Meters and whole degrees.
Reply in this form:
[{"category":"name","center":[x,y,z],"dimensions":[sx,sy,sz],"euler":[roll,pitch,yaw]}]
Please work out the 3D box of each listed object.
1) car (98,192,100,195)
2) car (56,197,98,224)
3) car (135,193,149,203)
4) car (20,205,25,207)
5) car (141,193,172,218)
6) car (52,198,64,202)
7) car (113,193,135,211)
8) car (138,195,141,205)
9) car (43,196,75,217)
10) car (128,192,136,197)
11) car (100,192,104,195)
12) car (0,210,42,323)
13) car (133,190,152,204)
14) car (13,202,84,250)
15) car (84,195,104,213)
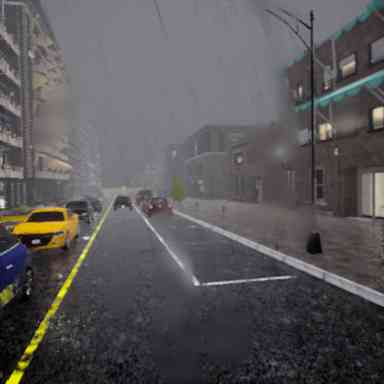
[{"category":"car","center":[-19.363,1.060,64.052],"dimensions":[2.008,1.369,4.403],"euler":[-2,1,-12]},{"category":"car","center":[-7.913,1.357,23.211],"dimensions":[1.837,1.490,4.892],"euler":[-1,1,-12]},{"category":"car","center":[-8.079,0.936,53.655],"dimensions":[1.812,1.442,4.674],"euler":[-1,1,-12]},{"category":"car","center":[-9.846,1.475,19.469],"dimensions":[1.752,1.417,4.829],"euler":[-2,1,-12]},{"category":"car","center":[-2.790,1.124,26.938],"dimensions":[1.967,1.590,4.097],"euler":[-2,1,-12]},{"category":"car","center":[-11.023,1.442,25.197],"dimensions":[2.008,1.369,4.403],"euler":[-2,1,-12]},{"category":"car","center":[-7.401,1.162,35.766],"dimensions":[1.837,1.490,4.892],"euler":[-1,1,-12]},{"category":"car","center":[-4.000,1.211,32.484],"dimensions":[1.802,1.307,4.206],"euler":[-2,1,-12]},{"category":"car","center":[-12.186,1.276,30.752],"dimensions":[1.967,1.590,4.097],"euler":[-2,1,-12]},{"category":"car","center":[-15.943,0.633,87.985],"dimensions":[1.887,1.381,4.507],"euler":[-2,1,-12]},{"category":"car","center":[-25.334,0.787,91.803],"dimensions":[1.887,1.381,4.507],"euler":[-2,1,-12]},{"category":"car","center":[-4.012,1.387,5.043],"dimensions":[2.097,1.767,4.553],"euler":[-1,1,-12]},{"category":"car","center":[-6.660,0.706,46.828],"dimensions":[2.150,2.045,5.566],"euler":[-1,1,-12]},{"category":"car","center":[-5.932,1.422,13.980],"dimensions":[1.882,1.535,5.008],"euler":[-1,1,-12]},{"category":"car","center":[-9.947,1.319,32.843],"dimensions":[1.994,1.385,4.181],"euler":[-1,1,-11]}]
